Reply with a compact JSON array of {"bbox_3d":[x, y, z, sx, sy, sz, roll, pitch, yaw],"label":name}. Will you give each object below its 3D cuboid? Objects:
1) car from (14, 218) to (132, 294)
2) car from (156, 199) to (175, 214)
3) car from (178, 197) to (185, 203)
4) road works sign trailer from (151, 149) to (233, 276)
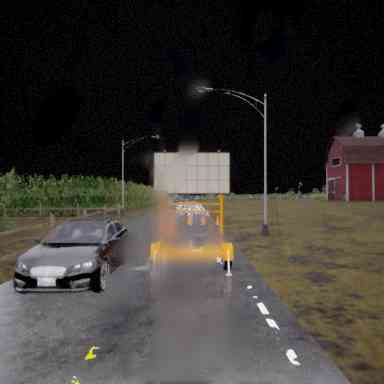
[{"bbox_3d":[-2.859,1.502,8.984,2.128,1.511,4.902,0,0,0],"label":"car"},{"bbox_3d":[-2.795,1.580,36.314,1.837,1.490,4.892,0,0,0],"label":"car"},{"bbox_3d":[-2.866,2.218,90.393,1.837,1.490,4.892,0,-1,0],"label":"car"},{"bbox_3d":[-0.007,0.477,10.382,2.380,3.560,2.880,0,0,0],"label":"road works sign trailer"}]
